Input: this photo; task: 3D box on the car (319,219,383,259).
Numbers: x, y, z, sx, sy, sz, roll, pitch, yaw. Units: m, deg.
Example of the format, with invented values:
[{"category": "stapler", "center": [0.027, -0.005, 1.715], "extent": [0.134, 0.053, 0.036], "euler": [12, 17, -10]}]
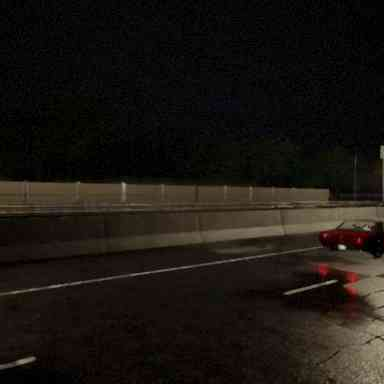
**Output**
[{"category": "car", "center": [7.273, 1.737, 13.353], "extent": [4.718, 1.301, 1.895], "euler": [1, 0, -35]}]
